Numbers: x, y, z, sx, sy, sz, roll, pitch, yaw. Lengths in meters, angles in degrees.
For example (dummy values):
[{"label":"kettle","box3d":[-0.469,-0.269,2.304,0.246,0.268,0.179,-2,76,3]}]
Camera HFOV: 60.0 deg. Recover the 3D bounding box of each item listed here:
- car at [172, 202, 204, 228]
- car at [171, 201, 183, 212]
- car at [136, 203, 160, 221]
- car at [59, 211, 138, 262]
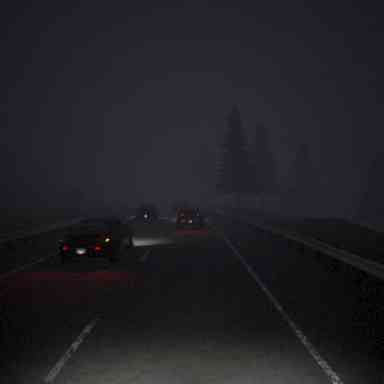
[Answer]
[{"label":"car","box3d":[-0.198,1.729,23.918,2.128,1.511,4.902,0,-1,-2]},{"label":"car","box3d":[-1.615,1.895,41.956,1.882,1.535,5.008,0,-1,-6]},{"label":"car","box3d":[-4.064,1.808,30.431,1.837,1.490,4.892,0,-1,-4]},{"label":"car","box3d":[-3.416,1.651,12.480,1.812,1.442,4.674,0,-1,0]}]
